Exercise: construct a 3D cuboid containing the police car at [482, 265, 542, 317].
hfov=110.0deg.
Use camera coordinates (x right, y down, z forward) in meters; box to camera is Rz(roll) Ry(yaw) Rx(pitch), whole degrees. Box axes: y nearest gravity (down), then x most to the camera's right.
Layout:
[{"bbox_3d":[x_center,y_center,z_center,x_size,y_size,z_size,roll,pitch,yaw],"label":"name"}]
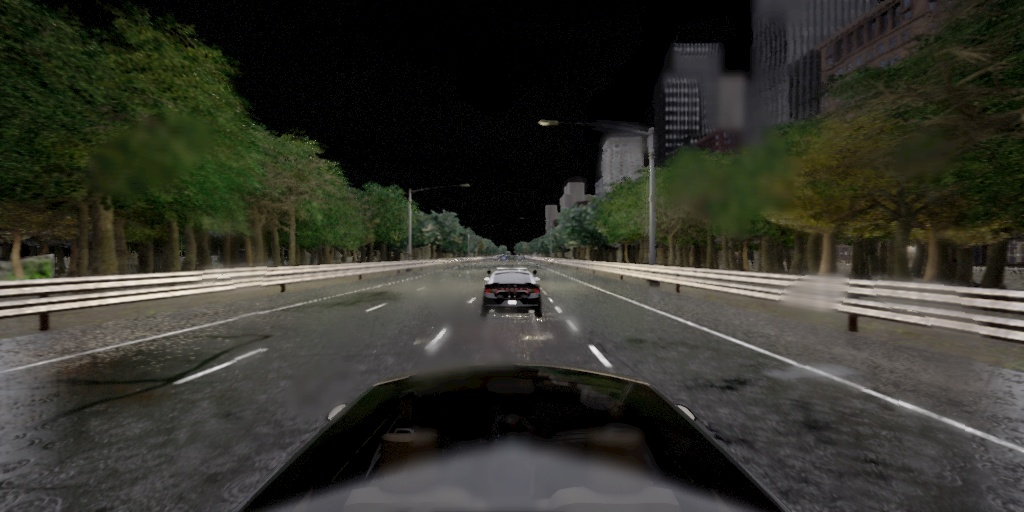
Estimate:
[{"bbox_3d":[0.001,1.154,13.186,1.930,1.638,5.238,0,0,0],"label":"police car"}]
